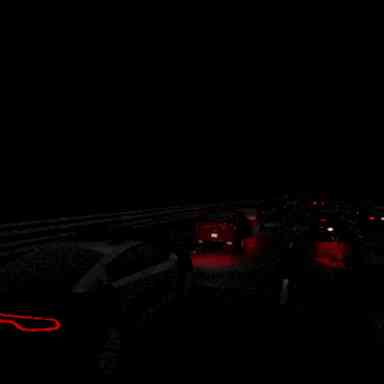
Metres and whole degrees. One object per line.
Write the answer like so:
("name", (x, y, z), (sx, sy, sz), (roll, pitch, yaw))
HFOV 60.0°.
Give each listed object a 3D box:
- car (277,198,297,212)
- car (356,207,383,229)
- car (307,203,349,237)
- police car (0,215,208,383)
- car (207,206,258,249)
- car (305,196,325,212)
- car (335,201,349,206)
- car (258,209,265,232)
("car", (12.020, 1.821, 42.613), (1.994, 1.385, 4.181), (1, 0, 20))
("car", (12.814, 1.759, 23.299), (2.033, 1.411, 5.357), (1, 0, 19))
("car", (7.834, 1.648, 19.256), (1.837, 1.490, 4.892), (0, 0, 18))
("police car", (-1.390, 1.424, 5.755), (1.930, 1.638, 5.238), (1, 0, 18))
("car", (1.617, 1.538, 15.176), (1.882, 1.535, 5.008), (1, 0, 18))
("car", (15.933, 1.527, 43.162), (2.150, 2.045, 5.566), (1, 0, 20))
("car", (21.057, 1.980, 47.177), (1.895, 1.301, 4.718), (1, 0, 20))
("car", (3.477, 1.623, 20.879), (1.812, 1.442, 4.674), (1, 0, 18))
